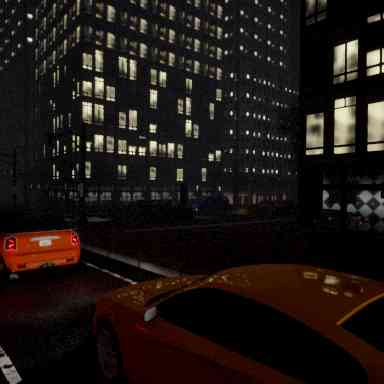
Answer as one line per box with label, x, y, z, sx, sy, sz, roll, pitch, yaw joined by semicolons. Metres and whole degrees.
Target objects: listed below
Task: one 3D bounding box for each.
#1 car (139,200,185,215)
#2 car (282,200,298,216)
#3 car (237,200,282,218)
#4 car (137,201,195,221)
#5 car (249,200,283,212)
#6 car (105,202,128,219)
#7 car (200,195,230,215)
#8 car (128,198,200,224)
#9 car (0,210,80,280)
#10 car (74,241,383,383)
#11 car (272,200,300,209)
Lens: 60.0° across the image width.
car;-3.228;1.647;36.635;4.829;1.417;1.752;1;0;-39
car;10.945;1.935;37.358;4.206;1.307;1.802;1;0;-39
car;6.701;1.832;33.907;4.829;1.417;1.752;1;0;-39
car;-2.241;1.662;29.965;5.008;1.535;1.882;0;1;-39
car;9.767;1.814;43.838;4.674;1.442;1.812;1;1;-39
car;-5.797;1.642;31.206;4.674;1.442;1.812;1;1;-38
car;1.882;1.423;37.430;5.566;2.045;2.150;1;1;-39
car;-2.181;1.523;26.684;5.009;1.841;2.192;1;0;-39
car;-5.189;1.347;10.304;2.097;1.767;4.553;0;0;-40
car;0.743;1.476;3.256;1.882;1.535;5.008;0;0;-40
car;14.403;1.881;50.969;4.313;1.339;1.947;1;0;-39
